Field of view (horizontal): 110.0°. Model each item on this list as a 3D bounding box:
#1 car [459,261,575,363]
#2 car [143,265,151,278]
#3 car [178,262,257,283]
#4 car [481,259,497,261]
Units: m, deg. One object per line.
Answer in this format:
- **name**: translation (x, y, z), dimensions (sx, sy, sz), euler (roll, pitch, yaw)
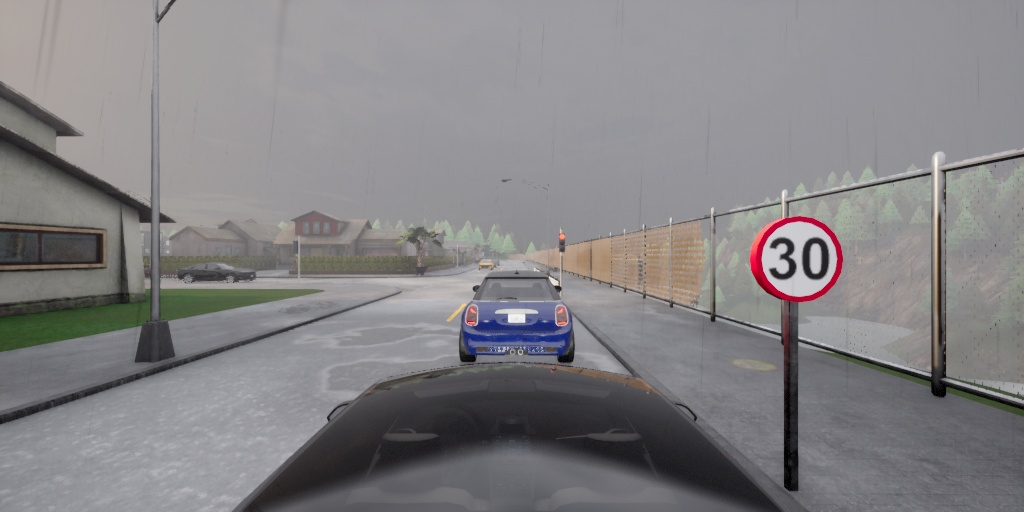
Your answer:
- **car**: translation (0.116, 1.102, 8.344), dimensions (2.097, 1.767, 4.553), euler (0, 0, 1)
- **car**: translation (-34.242, 1.254, 30.989), dimensions (4.892, 1.490, 1.837), euler (0, 0, 1)
- **car**: translation (-21.823, 1.228, 26.673), dimensions (5.008, 1.535, 1.882), euler (0, 0, 1)
- **car**: translation (-3.657, 1.228, 51.213), dimensions (1.882, 1.535, 5.008), euler (0, 0, 1)
